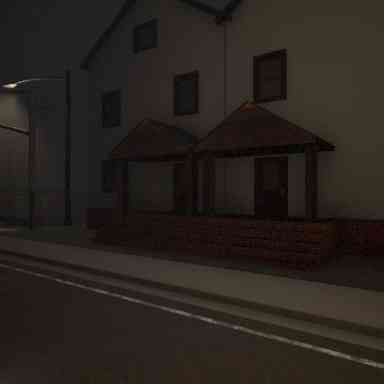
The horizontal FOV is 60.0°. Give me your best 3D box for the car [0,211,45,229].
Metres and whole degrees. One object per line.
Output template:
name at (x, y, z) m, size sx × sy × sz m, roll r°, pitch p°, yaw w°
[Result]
car at (-15.642, 2.487, 29.675) m, size 2.128 × 1.511 × 4.902 m, roll 0°, pitch -9°, yaw 36°
